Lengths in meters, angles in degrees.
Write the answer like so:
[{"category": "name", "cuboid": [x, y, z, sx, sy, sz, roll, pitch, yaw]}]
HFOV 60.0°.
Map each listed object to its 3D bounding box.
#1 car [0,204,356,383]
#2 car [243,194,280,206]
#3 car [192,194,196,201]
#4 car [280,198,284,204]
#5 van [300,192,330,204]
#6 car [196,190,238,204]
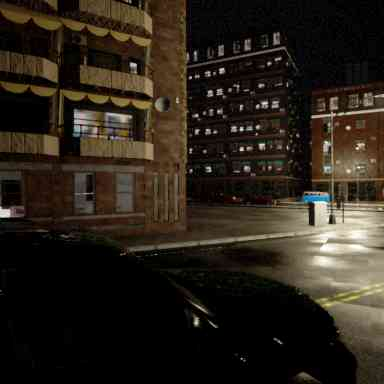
[{"category": "car", "cuboid": [-1.285, 1.221, 2.347, 5.566, 2.045, 2.150, 0, 0, -31]}, {"category": "car", "cuboid": [8.665, 1.108, 42.642, 4.206, 1.307, 1.802, 1, 0, 27]}, {"category": "car", "cuboid": [2.521, 0.607, 55.172, 5.009, 1.841, 2.192, 1, 0, 27]}, {"category": "car", "cuboid": [9.836, 0.996, 44.937, 4.902, 1.511, 2.128, 1, 1, 27]}, {"category": "van", "cuboid": [17.580, 0.885, 47.512, 3.998, 1.788, 1.690, 1, 0, 27]}, {"category": "car", "cuboid": [3.650, 0.757, 45.197, 5.009, 1.841, 2.192, 1, 0, 27]}]
